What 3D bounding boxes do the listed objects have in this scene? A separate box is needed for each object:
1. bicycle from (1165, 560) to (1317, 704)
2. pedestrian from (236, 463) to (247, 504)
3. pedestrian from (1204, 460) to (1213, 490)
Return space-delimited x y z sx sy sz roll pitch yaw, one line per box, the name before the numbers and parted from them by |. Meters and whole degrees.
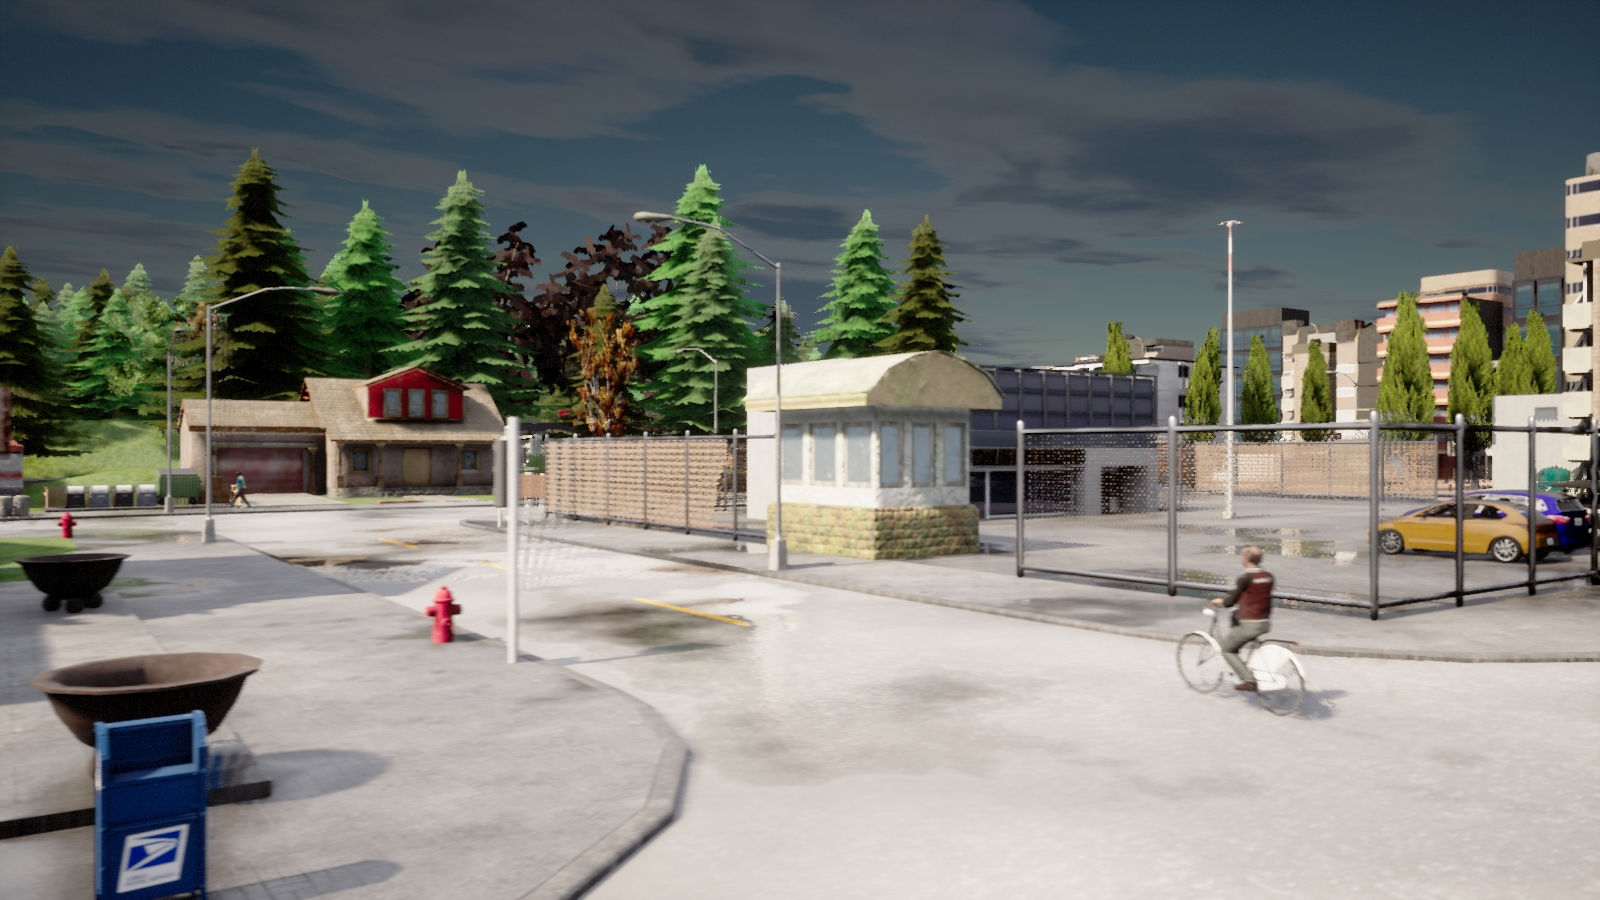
bicycle | 4.792 1.939 12.543 0.329 1.271 1.835 -2 1 -24
pedestrian | -25.405 1.524 51.958 0.375 1.860 0.375 0 0 -41
pedestrian | 24.774 1.515 69.261 0.375 1.860 0.375 0 0 -40
